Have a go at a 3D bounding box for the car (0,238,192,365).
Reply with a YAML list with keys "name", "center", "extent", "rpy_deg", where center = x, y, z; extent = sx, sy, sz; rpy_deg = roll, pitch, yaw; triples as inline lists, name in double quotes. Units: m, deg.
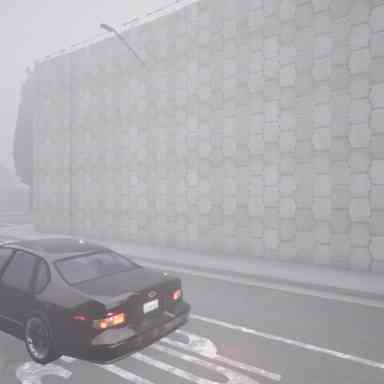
- name: "car"
  center: [-2.592, 1.547, 5.825]
  extent: [5.357, 1.411, 2.033]
  rpy_deg: [0, 0, 35]
